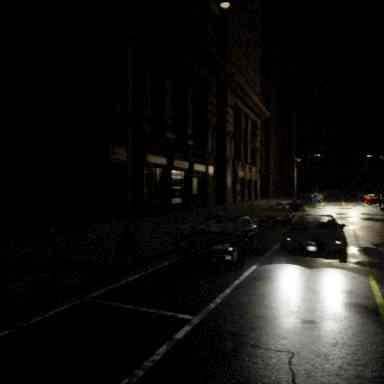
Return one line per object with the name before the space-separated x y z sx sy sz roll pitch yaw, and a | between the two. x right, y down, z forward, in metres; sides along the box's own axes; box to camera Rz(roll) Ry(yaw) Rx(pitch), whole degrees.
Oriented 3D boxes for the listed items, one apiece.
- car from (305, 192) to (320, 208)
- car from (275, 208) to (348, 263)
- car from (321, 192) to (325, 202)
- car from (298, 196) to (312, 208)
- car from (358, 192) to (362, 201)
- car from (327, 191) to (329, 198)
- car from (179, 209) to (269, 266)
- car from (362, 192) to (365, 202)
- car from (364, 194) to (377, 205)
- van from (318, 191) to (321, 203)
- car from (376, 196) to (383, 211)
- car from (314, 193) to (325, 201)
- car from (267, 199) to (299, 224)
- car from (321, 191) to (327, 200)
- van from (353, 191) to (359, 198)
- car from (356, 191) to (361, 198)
car | 14.697 1.148 42.180 1.967 1.590 4.097 1 1 24
car | 4.389 1.486 11.750 1.994 1.385 4.181 1 1 24
car | 21.504 1.164 57.619 1.947 1.339 4.313 1 1 24
car | 10.155 1.361 31.889 1.802 1.307 4.206 1 1 24
car | 33.847 1.138 64.478 1.887 1.381 4.507 1 1 24
car | 28.317 0.802 73.053 2.192 1.841 5.009 1 1 24
car | 1.076 1.460 11.304 2.008 1.369 4.403 1 1 24
car | 29.309 1.108 54.184 1.967 1.590 4.097 1 1 24
car | 27.038 1.249 49.039 1.887 1.381 4.507 1 1 24
van | 16.968 1.013 47.324 1.690 1.788 3.998 1 1 24
car | 20.228 1.379 33.602 1.947 1.339 4.313 1 1 24
car | 25.975 1.051 67.755 1.752 1.417 4.829 1 1 24
car | 5.547 1.372 21.441 1.752 1.417 4.829 1 1 24
car | 23.776 1.002 62.763 1.967 1.590 4.097 1 1 24
van | 42.929 0.783 85.060 1.690 1.788 3.998 1 1 24
car | 36.117 1.107 69.624 2.008 1.369 4.403 1 1 24
